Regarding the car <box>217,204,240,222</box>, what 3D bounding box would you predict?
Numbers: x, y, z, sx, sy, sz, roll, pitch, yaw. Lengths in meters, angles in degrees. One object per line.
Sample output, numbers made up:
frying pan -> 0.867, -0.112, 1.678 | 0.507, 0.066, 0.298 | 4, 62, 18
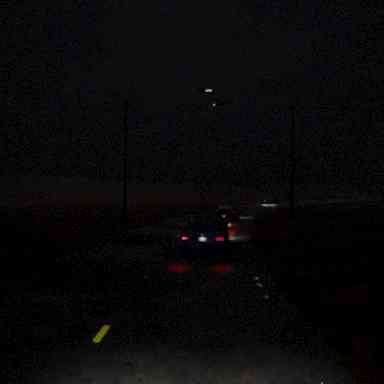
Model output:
car -> 3.064, 1.721, 28.754 | 1.812, 1.442, 4.674 | 0, 0, 13

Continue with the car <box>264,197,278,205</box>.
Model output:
car -> 16.404, 1.758, 69.183 | 1.882, 1.535, 5.008 | 1, 1, 30

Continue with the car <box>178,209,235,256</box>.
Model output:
car -> 0.608, 1.655, 13.727 | 2.033, 1.411, 5.357 | 0, 0, 6
